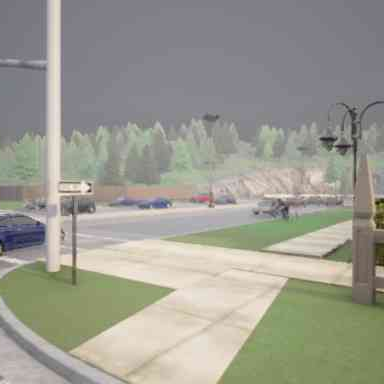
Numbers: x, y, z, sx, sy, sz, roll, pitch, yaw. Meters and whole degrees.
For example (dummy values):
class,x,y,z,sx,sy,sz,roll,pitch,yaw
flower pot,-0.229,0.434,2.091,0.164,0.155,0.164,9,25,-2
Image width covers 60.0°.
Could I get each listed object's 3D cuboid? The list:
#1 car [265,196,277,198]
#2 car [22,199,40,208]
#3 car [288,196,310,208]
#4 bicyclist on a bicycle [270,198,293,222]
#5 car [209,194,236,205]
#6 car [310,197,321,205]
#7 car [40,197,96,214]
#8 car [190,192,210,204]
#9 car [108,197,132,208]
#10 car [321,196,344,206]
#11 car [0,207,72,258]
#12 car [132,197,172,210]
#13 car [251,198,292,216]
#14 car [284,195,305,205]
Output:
class,x,y,z,sx,sy,sz,roll,pitch,yaw
car,11.942,1.412,49.672,2.128,1.511,4.902,0,0,36
car,-16.165,1.348,36.836,2.128,1.511,4.902,0,0,36
car,14.861,1.536,47.734,1.895,1.301,4.718,0,0,37
bicyclist on a bicycle,6.231,1.266,23.152,1.656,1.620,0.582,0,0,36
car,5.338,1.238,54.360,2.097,1.767,4.553,0,0,37
car,20.759,1.483,55.914,2.033,1.411,5.357,0,0,36
car,-11.424,1.238,31.467,2.097,1.767,4.553,0,0,36
car,1.847,1.083,61.390,2.150,2.045,5.566,0,0,36
car,-9.407,1.383,46.094,1.812,1.442,4.674,0,0,36
car,22.249,1.443,51.868,2.128,1.511,4.902,0,0,36
car,-6.649,1.475,11.992,1.812,1.442,4.674,-1,0,18
car,-4.526,1.364,40.921,1.882,1.535,5.008,0,0,36
car,7.483,1.550,31.606,1.895,1.301,4.718,0,0,36
car,17.931,1.398,57.976,1.882,1.535,5.008,0,0,36
